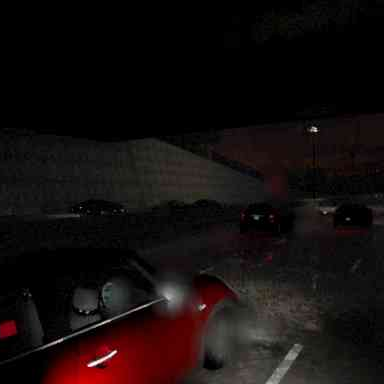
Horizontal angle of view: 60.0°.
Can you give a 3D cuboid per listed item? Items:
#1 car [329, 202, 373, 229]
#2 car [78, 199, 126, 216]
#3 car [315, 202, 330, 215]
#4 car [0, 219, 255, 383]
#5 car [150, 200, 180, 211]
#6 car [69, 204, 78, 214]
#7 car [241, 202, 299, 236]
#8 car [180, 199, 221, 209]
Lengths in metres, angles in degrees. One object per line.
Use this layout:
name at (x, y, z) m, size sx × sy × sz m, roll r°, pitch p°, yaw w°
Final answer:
car at (10.713, 1.477, 21.997) m, size 1.882 × 1.535 × 5.008 m, roll 0°, pitch 0°, yaw 33°
car at (-8.268, 1.563, 31.687) m, size 1.994 × 1.385 × 4.181 m, roll 0°, pitch 0°, yaw 33°
car at (13.635, 1.600, 32.944) m, size 1.895 × 1.301 × 4.718 m, roll 0°, pitch 0°, yaw 33°
car at (-1.233, 1.353, 3.583) m, size 2.097 × 1.767 × 4.553 m, roll 0°, pitch 0°, yaw 33°
car at (-2.087, 1.547, 34.786) m, size 2.033 × 1.411 × 5.357 m, roll 0°, pitch 0°, yaw 33°
car at (-10.457, 1.504, 34.744) m, size 1.837 × 1.490 × 4.892 m, roll 0°, pitch 0°, yaw 33°
car at (4.465, 1.353, 18.792) m, size 2.097 × 1.767 × 4.553 m, roll 0°, pitch 0°, yaw 33°
car at (1.191, 1.504, 33.400) m, size 1.837 × 1.490 × 4.892 m, roll 0°, pitch 0°, yaw 33°
